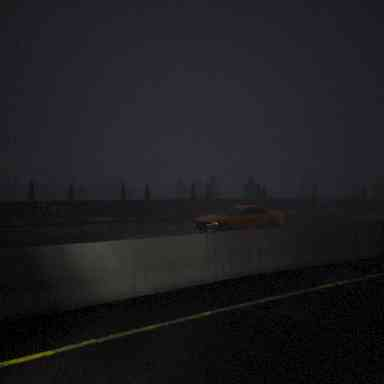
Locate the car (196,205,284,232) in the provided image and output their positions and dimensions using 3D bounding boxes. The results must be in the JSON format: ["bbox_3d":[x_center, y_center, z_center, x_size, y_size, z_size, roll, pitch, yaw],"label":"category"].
[{"bbox_3d":[2.564,1.442,17.504,5.008,1.535,1.882,0,0,-28],"label":"car"}]
